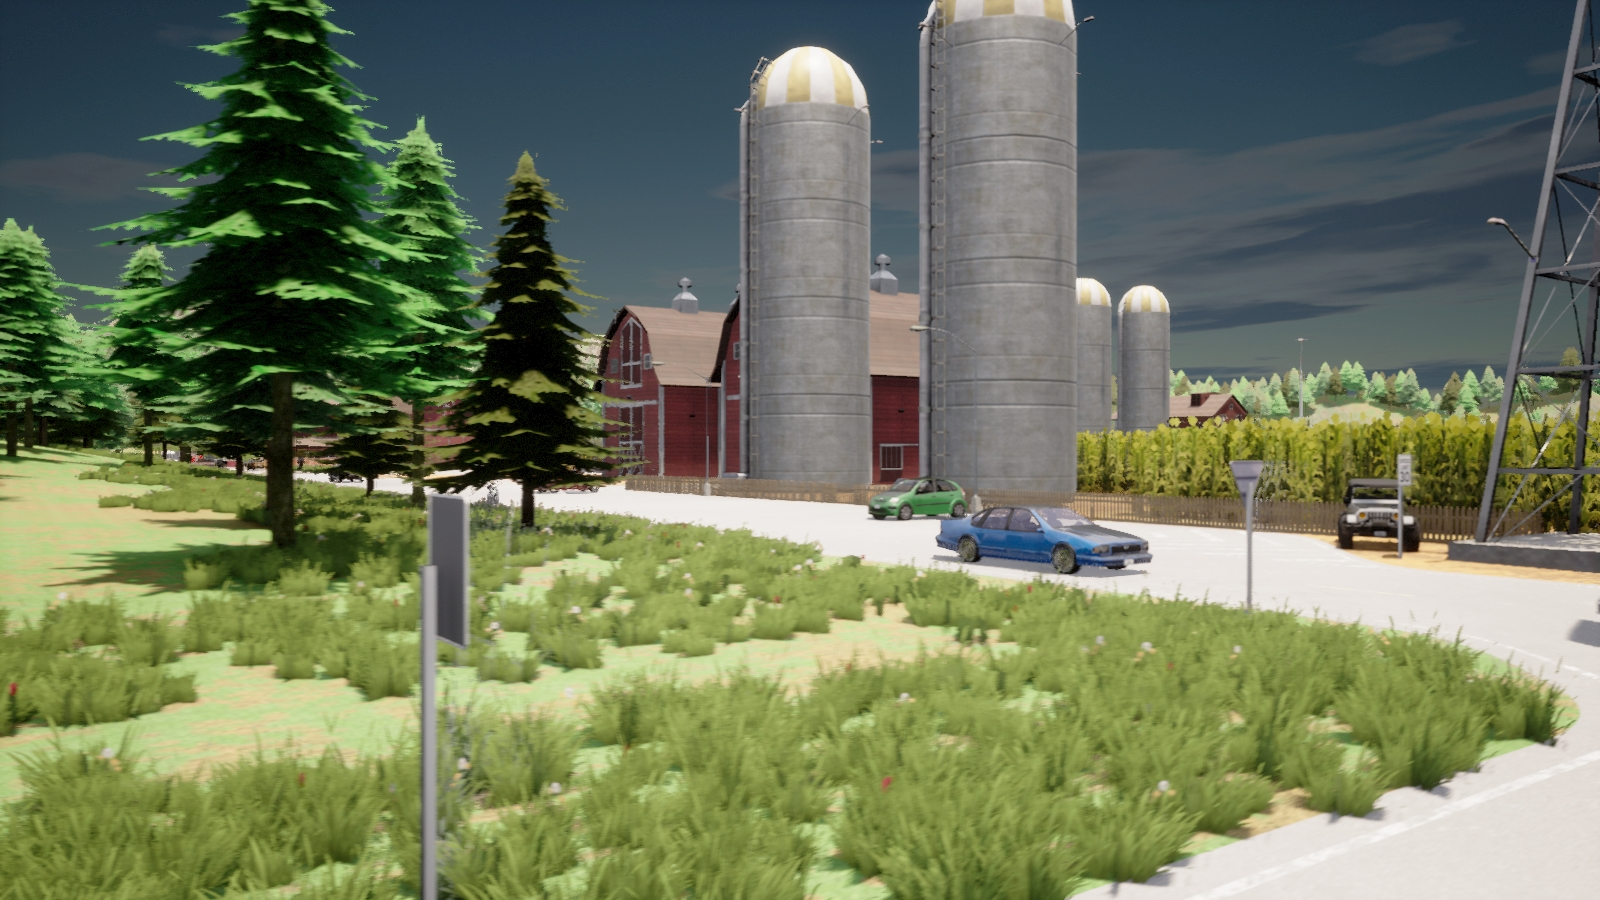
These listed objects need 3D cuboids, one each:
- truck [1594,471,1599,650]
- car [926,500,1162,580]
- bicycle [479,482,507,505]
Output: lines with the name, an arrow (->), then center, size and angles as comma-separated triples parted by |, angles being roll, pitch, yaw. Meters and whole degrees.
truck -> 13.898, 1.538, 15.268 | 5.204, 2.467, 2.627 | 0, 0, 40
car -> 5.415, 1.966, 26.180 | 2.033, 1.411, 5.357 | 0, 0, -34
bicycle -> -15.079, 2.117, 56.112 | 0.859, 1.080, 1.487 | 0, 0, -34
